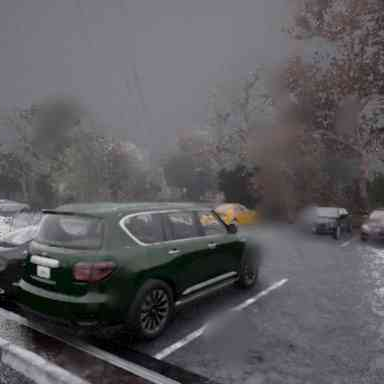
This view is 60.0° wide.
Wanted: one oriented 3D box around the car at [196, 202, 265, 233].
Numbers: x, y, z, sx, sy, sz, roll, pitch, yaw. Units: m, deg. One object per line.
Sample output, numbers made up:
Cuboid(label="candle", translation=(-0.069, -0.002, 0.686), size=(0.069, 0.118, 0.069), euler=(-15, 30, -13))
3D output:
Cuboid(label="car", translation=(2.520, 1.470, 20.702), size=(2.097, 1.535, 5.008), euler=(0, 0, 36))

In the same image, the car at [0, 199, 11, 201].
Cuboid(label="car", translation=(-20.666, 1.622, 37.248), size=(2.002, 1.452, 4.674), euler=(0, 0, 36))

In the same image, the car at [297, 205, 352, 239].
Cuboid(label="car", translation=(7.060, 1.466, 17.477), size=(2.097, 1.535, 5.008), euler=(0, 0, 36))

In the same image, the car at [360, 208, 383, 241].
Cuboid(label="car", translation=(9.327, 1.511, 15.857), size=(2.002, 1.452, 4.674), euler=(0, 0, 36))

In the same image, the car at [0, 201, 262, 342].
Cuboid(label="car", translation=(-0.525, 1.215, 6.850), size=(2.435, 2.045, 5.566), euler=(0, 0, 35))
